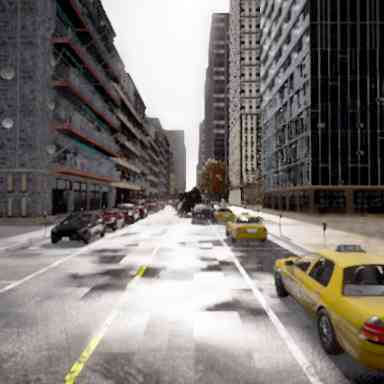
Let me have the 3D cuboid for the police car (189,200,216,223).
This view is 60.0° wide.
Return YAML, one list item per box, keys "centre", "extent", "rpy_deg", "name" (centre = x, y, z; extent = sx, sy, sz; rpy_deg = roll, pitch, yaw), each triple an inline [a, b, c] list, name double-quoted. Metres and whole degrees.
- centre: [0.908, 1.779, 29.098]
  extent: [1.930, 1.638, 5.238]
  rpy_deg: [0, -1, 0]
  name: "police car"

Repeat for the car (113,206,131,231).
- centre: [-5.678, 1.854, 22.796]
  extent: [1.802, 1.307, 4.206]
  rpy_deg: [0, -1, 0]
  name: "car"

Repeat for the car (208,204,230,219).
- centre: [2.704, 1.986, 34.120]
  extent: [1.947, 1.339, 4.313]
  rpy_deg: [0, -1, 0]
  name: "car"

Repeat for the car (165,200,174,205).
- centre: [-5.665, 2.728, 85.086]
  extent: [1.947, 1.339, 4.313]
  rpy_deg: [0, -1, 0]
  name: "car"

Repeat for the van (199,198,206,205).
- centre: [2.717, 2.503, 85.088]
  extent: [1.690, 1.788, 3.998]
  rpy_deg: [0, -1, 0]
  name: "van"

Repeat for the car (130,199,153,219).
- centre: [-5.674, 1.735, 34.126]
  extent: [2.192, 1.841, 5.009]
  rpy_deg: [0, -1, 0]
  name: "car"

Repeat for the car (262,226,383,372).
- centre: [2.699, 1.594, 5.979]
  extent: [1.752, 1.417, 4.829]
  rpy_deg: [0, -1, 0]
  name: "car"

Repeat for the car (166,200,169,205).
- centre: [-5.669, 2.044, 56.777]
  extent: [2.192, 1.841, 5.009]
  rpy_deg: [0, -1, 0]
  name: "car"

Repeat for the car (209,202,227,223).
- centre: [2.703, 1.873, 28.627]
  extent: [1.752, 1.417, 4.829]
  rpy_deg: [0, -1, 0]
  name: "car"

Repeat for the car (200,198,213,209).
- centre: [2.712, 2.127, 62.436]
  extent: [2.192, 1.841, 5.009]
  rpy_deg: [0, -1, 0]
  name: "car"

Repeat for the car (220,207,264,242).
- centre: [2.701, 1.729, 17.303]
  extent: [1.752, 1.417, 4.829]
  rpy_deg: [0, -1, 0]
  name: "car"

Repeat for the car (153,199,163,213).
- centre: [-5.671, 1.886, 45.450]
  extent: [2.192, 1.841, 5.009]
  rpy_deg: [0, -1, 0]
  name: "car"

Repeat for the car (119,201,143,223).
- centre: [-5.676, 1.785, 28.461]
  extent: [1.967, 1.590, 4.097]
  rpy_deg: [0, -1, 0]
  name: "car"

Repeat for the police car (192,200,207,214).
- centre: [0.912, 1.992, 45.096]
  extent: [1.930, 1.638, 5.238]
  rpy_deg: [0, -1, 0]
  name: "police car"

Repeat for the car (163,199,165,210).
- centre: [-5.672, 2.172, 50.942]
  extent: [1.752, 1.417, 4.829]
  rpy_deg: [0, -1, 0]
  name: "car"

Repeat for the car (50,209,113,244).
- centre: [-5.679, 1.767, 17.134]
  extent: [1.947, 1.339, 4.313]
  rpy_deg: [0, -1, 0]
  name: "car"

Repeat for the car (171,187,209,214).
- centre: [-0.400, 1.372, 39.183]
  extent: [2.150, 2.045, 5.566]
  rpy_deg: [-20, -18, -20]
  name: "car"

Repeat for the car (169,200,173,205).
- centre: [-2.998, 2.333, 65.359]
  extent: [1.882, 1.535, 5.008]
  rpy_deg: [0, -1, 0]
  name: "car"

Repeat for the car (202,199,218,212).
- centre: [2.710, 1.964, 51.112]
  extent: [2.192, 1.841, 5.009]
  rpy_deg: [0, -1, 0]
  name: "car"
